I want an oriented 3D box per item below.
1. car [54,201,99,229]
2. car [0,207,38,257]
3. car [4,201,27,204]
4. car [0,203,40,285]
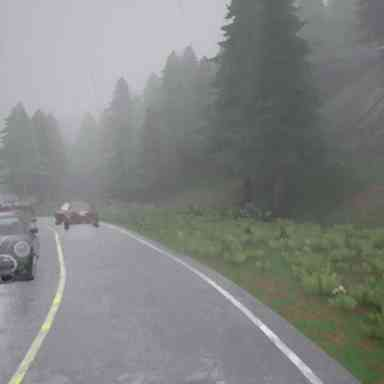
[{"bbox_3d":[-7.824,1.389,22.317,2.097,1.767,4.553,-1,0,-31],"label":"car"},{"bbox_3d":[-7.638,1.533,14.003,1.882,1.535,5.008,-1,0,-22],"label":"car"},{"bbox_3d":[-16.549,1.595,30.996,5.008,1.535,1.882,-1,0,34],"label":"car"},{"bbox_3d":[-5.538,1.393,9.459,2.097,1.767,4.553,-1,0,-22],"label":"car"}]
